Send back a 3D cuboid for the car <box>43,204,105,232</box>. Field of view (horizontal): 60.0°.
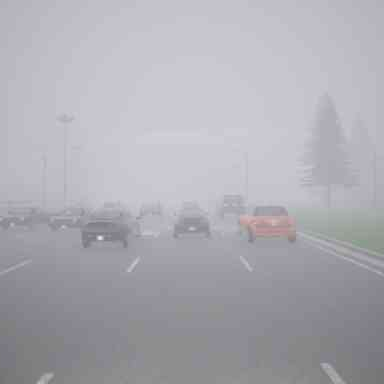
[{"bbox_3d":[-7.029,1.623,20.388,1.895,1.301,4.718,0,0,0],"label":"car"}]

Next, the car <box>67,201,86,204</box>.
[{"bbox_3d":[-10.619,1.559,30.834,1.812,1.442,4.674,0,0,-1],"label":"car"}]

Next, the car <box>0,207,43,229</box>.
[{"bbox_3d":[-10.538,1.630,21.718,1.895,1.301,4.718,0,0,0],"label":"car"}]

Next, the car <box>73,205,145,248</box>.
[{"bbox_3d":[-3.492,1.515,15.008,1.837,1.490,4.892,0,-1,0],"label":"car"}]

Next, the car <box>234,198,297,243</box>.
[{"bbox_3d":[3.496,1.354,16.281,2.097,1.767,4.553,0,0,1],"label":"car"}]

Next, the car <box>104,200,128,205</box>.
[{"bbox_3d":[-7.116,1.518,30.713,2.128,1.511,4.902,0,0,-1],"label":"car"}]

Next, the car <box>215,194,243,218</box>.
[{"bbox_3d":[3.420,1.228,30.138,2.150,2.045,5.566,0,0,-2],"label":"car"}]

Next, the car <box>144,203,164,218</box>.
[{"bbox_3d":[-3.609,1.620,30.675,1.895,1.301,4.718,0,0,-1],"label":"car"}]

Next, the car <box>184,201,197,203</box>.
[{"bbox_3d":[-0.130,1.561,31.548,2.033,1.411,5.357,0,0,-1],"label":"car"}]

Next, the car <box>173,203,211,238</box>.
[{"bbox_3d":[-0.014,1.533,17.754,1.812,1.442,4.674,0,0,0],"label":"car"}]
